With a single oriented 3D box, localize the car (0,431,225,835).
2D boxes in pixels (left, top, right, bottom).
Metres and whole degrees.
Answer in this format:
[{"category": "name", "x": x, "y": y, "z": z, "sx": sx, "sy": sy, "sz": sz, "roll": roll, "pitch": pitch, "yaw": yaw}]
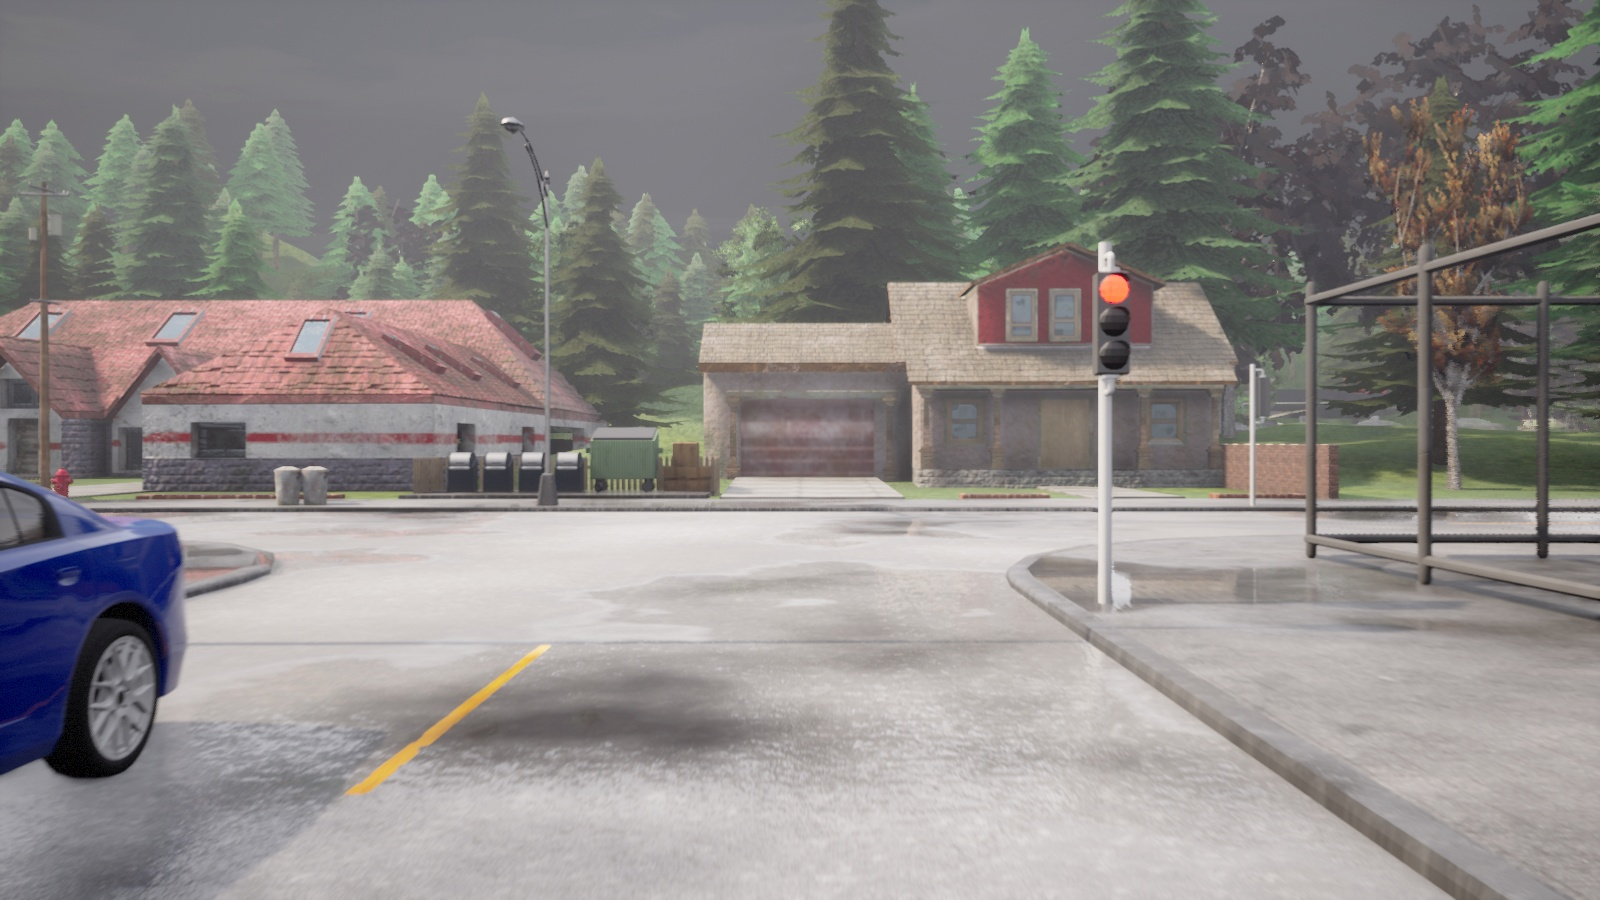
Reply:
[{"category": "car", "x": -3.975, "y": 0.698, "z": 4.133, "sx": 1.882, "sy": 1.535, "sz": 5.008, "roll": 0, "pitch": 0, "yaw": 0}]
